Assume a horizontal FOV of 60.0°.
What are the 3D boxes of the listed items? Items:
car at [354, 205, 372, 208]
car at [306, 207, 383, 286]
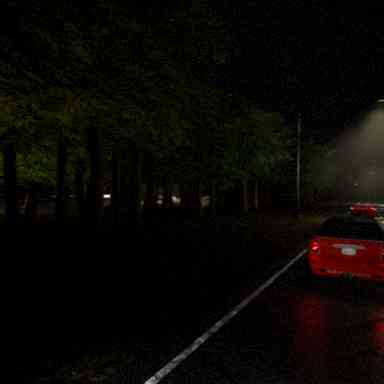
[{"bbox_3d":[15.518,1.878,30.205,1.882,1.535,5.008,1,0,28],"label":"car"},{"bbox_3d":[4.818,1.501,9.983,2.097,1.767,4.553,1,0,28],"label":"car"}]
